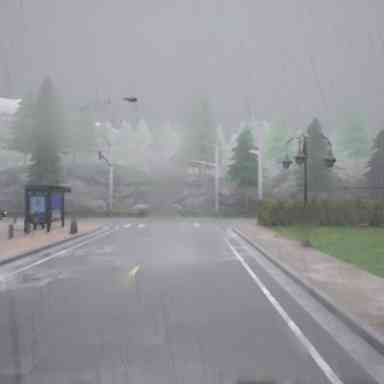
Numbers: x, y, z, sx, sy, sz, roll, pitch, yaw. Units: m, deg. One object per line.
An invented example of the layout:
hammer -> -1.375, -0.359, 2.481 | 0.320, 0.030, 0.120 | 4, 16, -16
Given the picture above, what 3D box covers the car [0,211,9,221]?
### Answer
car -> -19.324, 2.025, 30.109 | 4.718, 1.301, 1.895 | 0, -1, 0
